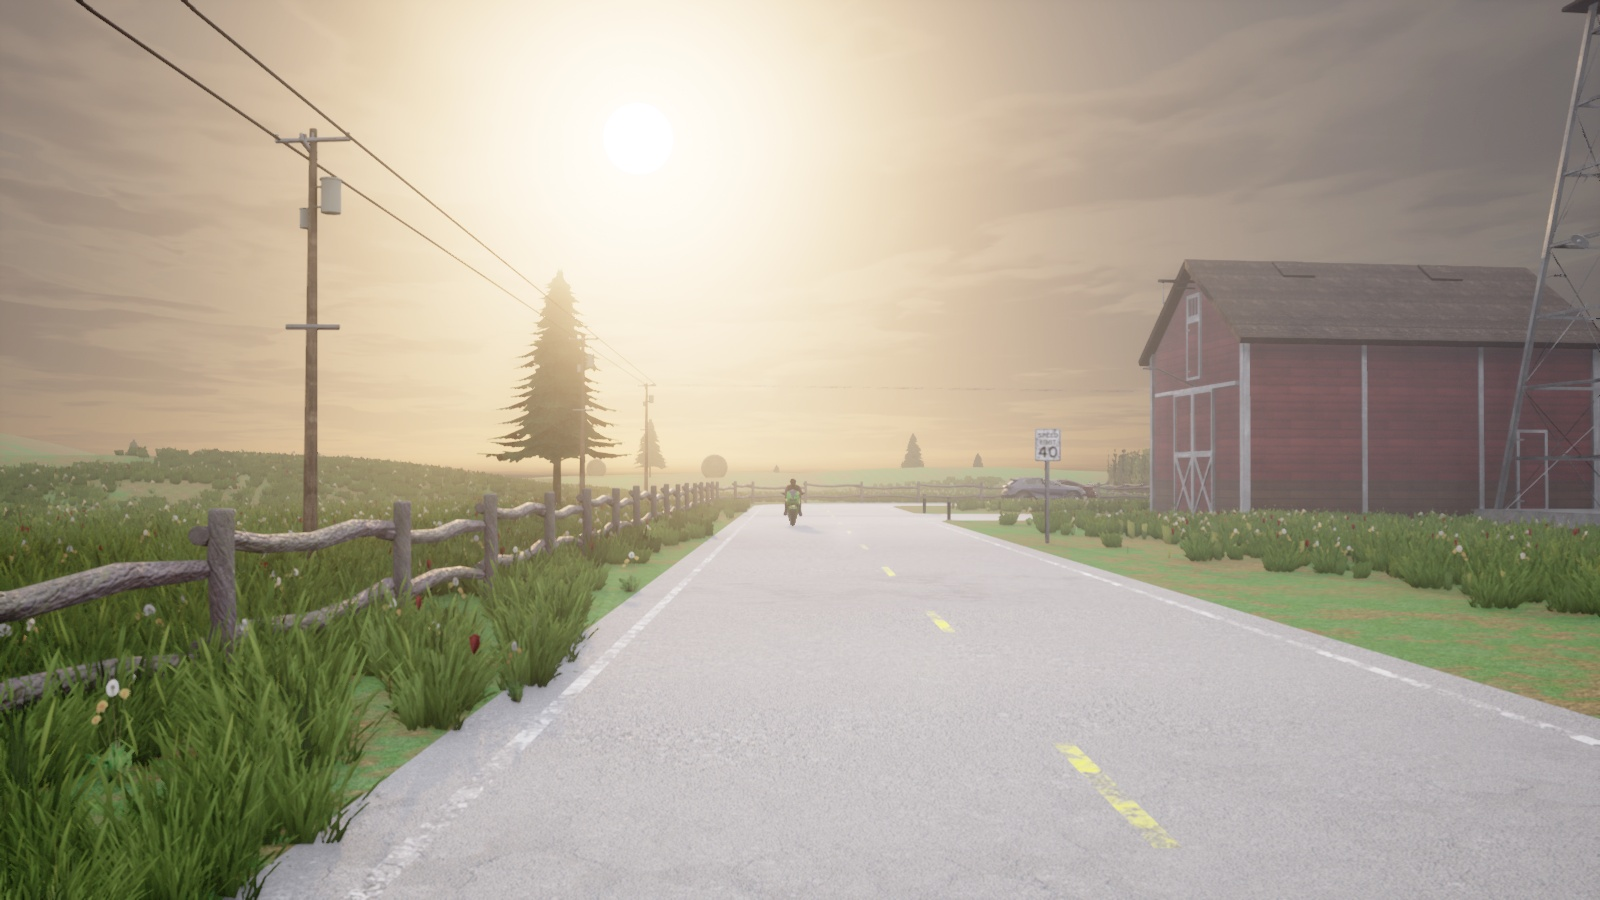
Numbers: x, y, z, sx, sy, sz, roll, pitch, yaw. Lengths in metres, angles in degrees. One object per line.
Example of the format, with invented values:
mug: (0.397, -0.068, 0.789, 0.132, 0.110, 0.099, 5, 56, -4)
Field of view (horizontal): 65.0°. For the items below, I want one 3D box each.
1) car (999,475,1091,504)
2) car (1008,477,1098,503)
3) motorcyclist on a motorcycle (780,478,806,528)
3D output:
car: (14.168, 2.272, 72.785, 4.856, 1.649, 2.033, 0, -1, -5)
car: (15.275, 2.386, 76.060, 5.008, 1.535, 1.882, 0, -1, -6)
motorcyclist on a motorcycle: (-0.211, 1.671, 39.948, 0.797, 1.523, 2.044, 0, -1, 0)
